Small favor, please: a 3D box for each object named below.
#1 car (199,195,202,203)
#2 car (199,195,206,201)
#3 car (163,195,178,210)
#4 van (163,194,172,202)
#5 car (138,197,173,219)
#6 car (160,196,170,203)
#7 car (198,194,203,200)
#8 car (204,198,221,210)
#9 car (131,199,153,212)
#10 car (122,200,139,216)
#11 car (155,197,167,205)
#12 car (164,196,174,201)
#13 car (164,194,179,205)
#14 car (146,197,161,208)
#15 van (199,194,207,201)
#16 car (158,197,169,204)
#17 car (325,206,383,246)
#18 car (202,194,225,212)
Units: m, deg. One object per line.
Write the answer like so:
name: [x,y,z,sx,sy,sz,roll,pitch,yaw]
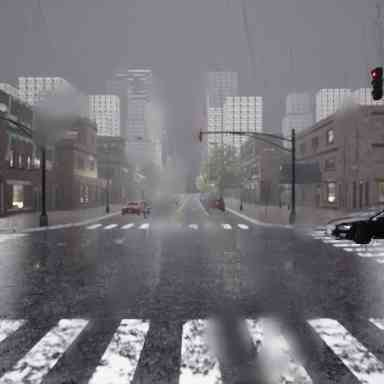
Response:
car: [2.688,1.573,55.119,1.947,1.339,4.313,0,0,0]
car: [2.686,1.576,88.440,1.752,1.417,4.829,0,0,0]
car: [-3.097,1.503,40.170,1.837,1.490,4.892,0,0,0]
van: [-5.693,1.373,77.219,1.690,1.788,3.998,0,0,0]
car: [-3.100,1.486,29.539,2.128,1.511,4.902,0,0,0]
car: [-5.693,1.550,71.523,1.752,1.417,4.829,0,0,0]
car: [2.687,1.563,60.644,2.008,1.369,4.403,0,0,0]
car: [2.689,1.566,44.068,1.947,1.339,4.313,0,0,0]
car: [-5.691,1.563,38.542,1.947,1.339,4.313,0,0,0]
car: [-5.779,1.540,33.020,1.887,1.381,4.507,0,0,0]
car: [-5.693,1.594,60.644,1.802,1.307,4.206,0,0,0]
car: [-5.694,1.592,82.745,2.008,1.369,4.403,0,0,0]
car: [-3.087,1.497,52.558,2.128,1.511,4.902,0,0,0]
car: [-5.692,1.528,49.423,1.752,1.417,4.829,0,0,0]
van: [2.686,1.382,82.746,1.690,1.788,3.998,0,0,0]
car: [-5.693,1.600,66.168,1.802,1.307,4.206,0,0,0]
car: [8.301,1.387,14.408,4.902,1.511,2.128,-1,0,-5]
car: [2.690,1.312,38.542,2.192,1.841,5.009,0,0,0]
